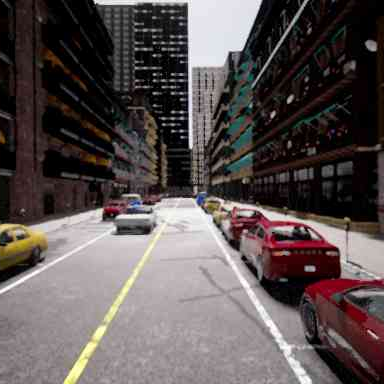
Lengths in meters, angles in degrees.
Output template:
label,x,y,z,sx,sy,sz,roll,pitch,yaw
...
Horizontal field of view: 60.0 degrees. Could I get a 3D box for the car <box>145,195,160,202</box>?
label,x,y,z,sx,sy,sz,roll,pitch,yaw
car,-6.181,1.202,48.826,1.887,1.381,4.507,0,0,-1

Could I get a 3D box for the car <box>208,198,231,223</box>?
label,x,y,z,sx,sy,sz,roll,pitch,yaw
car,2.209,1.328,20.705,1.752,1.417,4.829,0,0,-1

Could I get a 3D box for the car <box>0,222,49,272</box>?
label,x,y,z,sx,sy,sz,roll,pitch,yaw
car,-5.457,1.495,8.835,1.752,1.417,4.829,0,0,-1

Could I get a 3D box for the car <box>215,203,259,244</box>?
label,x,y,z,sx,sy,sz,roll,pitch,yaw
car,2.315,1.396,14.846,1.887,1.381,4.507,0,0,-1

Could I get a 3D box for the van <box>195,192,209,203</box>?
label,x,y,z,sx,sy,sz,roll,pitch,yaw
van,1.698,0.929,48.975,1.690,1.788,3.998,0,0,-1

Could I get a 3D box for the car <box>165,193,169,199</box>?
label,x,y,z,sx,sy,sz,roll,pitch,yaw
car,-6.798,0.865,82.958,1.967,1.590,4.097,0,0,-1

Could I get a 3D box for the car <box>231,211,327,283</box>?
label,x,y,z,sx,sy,sz,roll,pitch,yaw
car,2.418,1.444,9.158,1.887,1.381,4.507,0,0,-1

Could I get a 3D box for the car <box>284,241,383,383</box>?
label,x,y,z,sx,sy,sz,roll,pitch,yaw
car,2.521,1.529,3.469,1.802,1.307,4.206,0,0,-1

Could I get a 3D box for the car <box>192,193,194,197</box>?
label,x,y,z,sx,sy,sz,roll,pitch,yaw
car,1.183,0.832,77.419,1.967,1.590,4.097,0,0,-1

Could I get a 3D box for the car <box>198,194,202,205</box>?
label,x,y,z,sx,sy,sz,roll,pitch,yaw
car,1.903,1.253,37.600,1.802,1.307,4.206,0,0,-1

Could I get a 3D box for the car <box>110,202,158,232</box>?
label,x,y,z,sx,sy,sz,roll,pitch,yaw
car,-3.083,1.463,19.064,1.895,1.301,4.718,-1,0,-1

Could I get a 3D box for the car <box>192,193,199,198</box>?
label,x,y,z,sx,sy,sz,roll,pitch,yaw
car,0.875,0.868,94.487,1.802,1.307,4.206,0,0,-1

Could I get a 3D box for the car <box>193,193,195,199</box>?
label,x,y,z,sx,sy,sz,roll,pitch,yaw
car,1.592,1.071,54.836,1.752,1.417,4.829,0,0,-1

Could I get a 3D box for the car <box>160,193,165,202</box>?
label,x,y,z,sx,sy,sz,roll,pitch,yaw
car,-6.387,1.121,60.204,1.887,1.381,4.507,0,0,-1

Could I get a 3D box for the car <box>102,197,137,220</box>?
label,x,y,z,sx,sy,sz,roll,pitch,yaw
car,-5.769,1.373,26.071,1.887,1.381,4.507,0,0,-1

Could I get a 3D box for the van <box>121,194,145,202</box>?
label,x,y,z,sx,sy,sz,roll,pitch,yaw
van,-5.872,1.125,31.757,1.690,1.788,3.998,0,0,-1

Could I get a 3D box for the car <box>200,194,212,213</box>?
label,x,y,z,sx,sy,sz,roll,pitch,yaw
car,2.003,1.239,32.081,1.752,1.417,4.829,0,0,-1
